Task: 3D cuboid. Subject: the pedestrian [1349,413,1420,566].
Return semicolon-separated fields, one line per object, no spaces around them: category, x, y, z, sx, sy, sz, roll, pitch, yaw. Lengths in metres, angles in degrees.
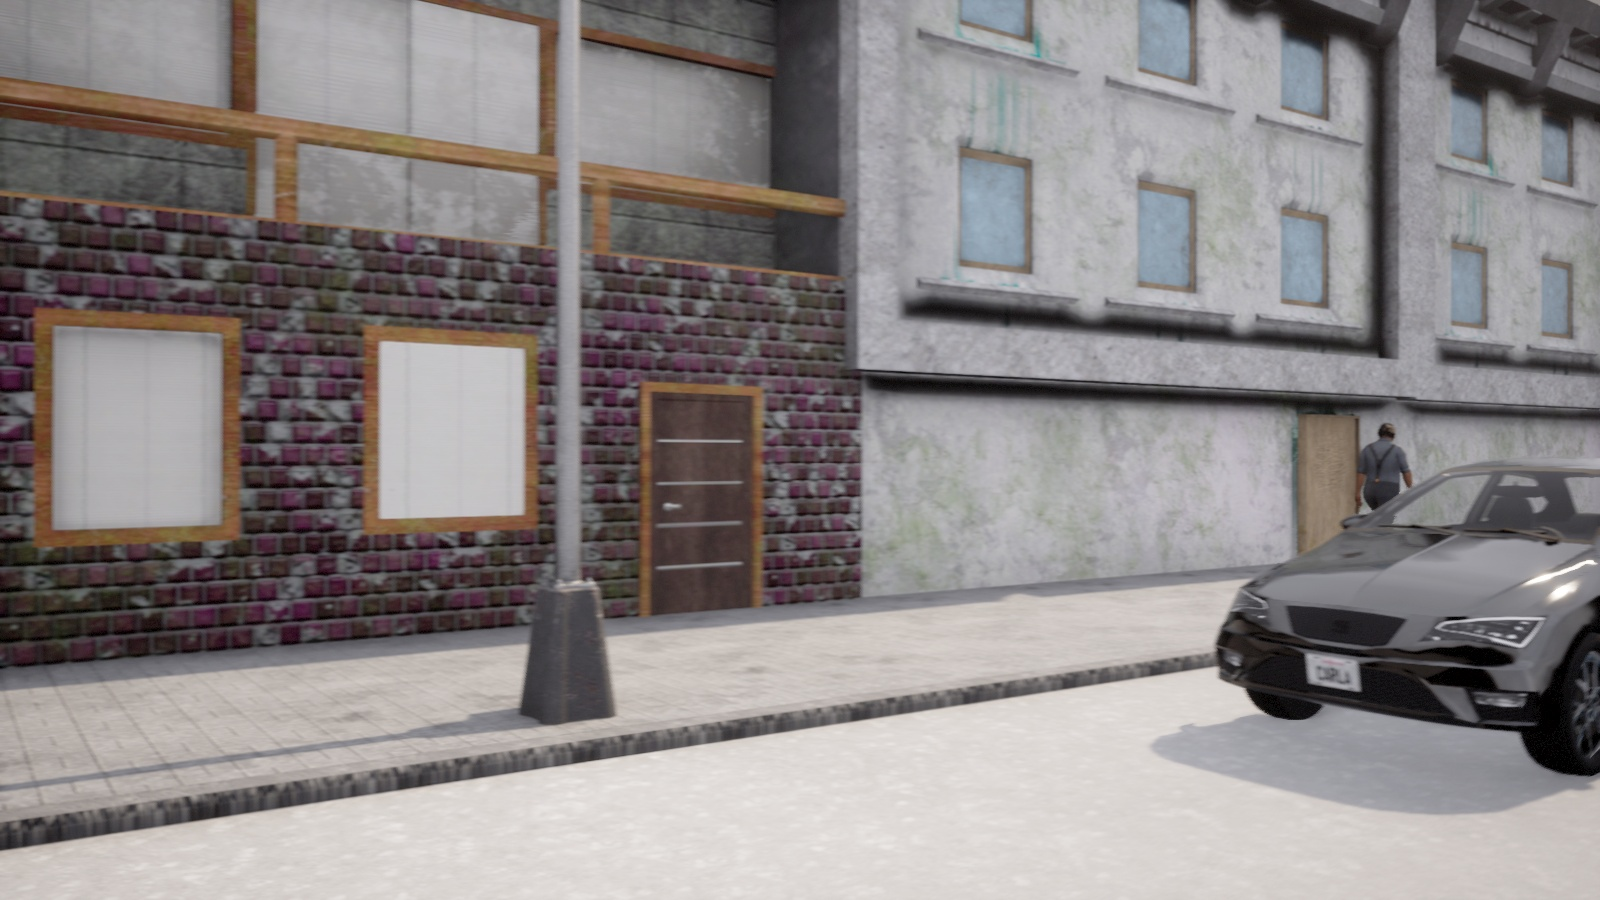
pedestrian;7.247;0.477;15.567;0.694;1.848;0.540;0;0;-40

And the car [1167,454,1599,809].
car;4.216;0.767;7.203;4.193;1.474;1.816;0;0;-35
